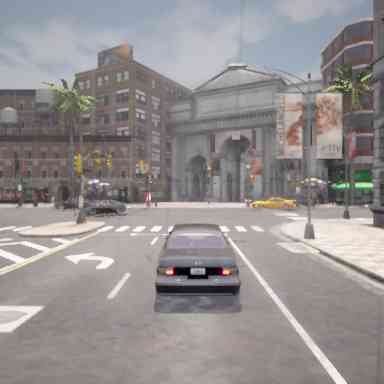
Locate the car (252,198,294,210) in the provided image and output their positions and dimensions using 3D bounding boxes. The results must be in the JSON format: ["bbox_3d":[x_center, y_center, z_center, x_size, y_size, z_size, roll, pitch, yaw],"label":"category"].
[{"bbox_3d":[9.991,1.460,41.164,5.008,1.535,1.882,0,0,1],"label":"car"}]

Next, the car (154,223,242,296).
[{"bbox_3d":[0.114,1.544,8.800,2.033,1.411,5.357,0,0,0],"label":"car"}]

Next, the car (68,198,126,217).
[{"bbox_3d":[-8.416,1.478,30.836,2.128,1.511,4.902,0,0,41],"label":"car"}]

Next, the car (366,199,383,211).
[{"bbox_3d":[24.001,1.546,40.990,4.181,1.385,1.994,0,0,1],"label":"car"}]

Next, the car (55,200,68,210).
[{"bbox_3d":[-14.517,1.487,41.414,4.892,1.490,1.837,0,0,1],"label":"car"}]

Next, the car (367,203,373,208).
[{"bbox_3d":[22.719,1.510,37.518,4.674,1.442,1.812,0,0,1],"label":"car"}]
